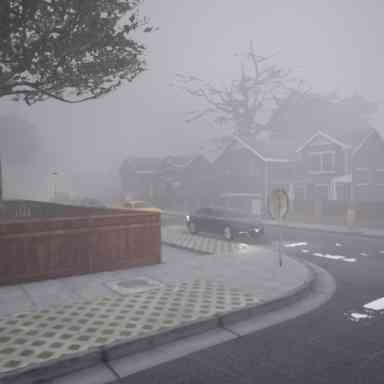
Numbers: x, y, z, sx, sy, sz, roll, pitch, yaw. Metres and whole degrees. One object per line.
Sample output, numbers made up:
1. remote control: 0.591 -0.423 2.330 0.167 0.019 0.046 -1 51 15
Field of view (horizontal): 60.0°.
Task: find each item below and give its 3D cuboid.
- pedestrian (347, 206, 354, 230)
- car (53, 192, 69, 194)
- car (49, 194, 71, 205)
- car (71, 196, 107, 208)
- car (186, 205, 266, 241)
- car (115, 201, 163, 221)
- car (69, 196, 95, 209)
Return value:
1. pedestrian: 8.364 1.336 17.558 0.375 1.300 0.375 0 0 -36
2. car: -20.936 1.034 52.578 2.150 2.045 5.566 -1 1 -36
3. car: -15.991 1.355 41.052 2.128 1.511 4.902 -1 1 -36
4. car: -9.951 1.395 32.729 1.837 1.490 4.892 -1 1 -36
5. car: 1.549 1.467 16.846 1.837 1.490 4.892 -1 1 -34
6. car: -3.983 1.402 24.547 1.882 1.535 5.008 -1 1 -36
7. car: -14.702 1.307 44.124 1.882 1.535 5.008 -1 1 -35
